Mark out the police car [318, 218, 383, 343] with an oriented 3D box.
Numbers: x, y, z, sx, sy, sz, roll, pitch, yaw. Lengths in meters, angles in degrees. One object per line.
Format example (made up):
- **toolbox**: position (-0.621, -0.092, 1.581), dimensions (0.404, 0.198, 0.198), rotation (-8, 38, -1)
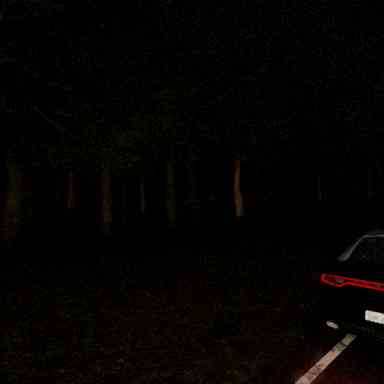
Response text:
- **police car**: position (4.084, 1.308, 5.997), dimensions (1.930, 1.638, 5.238), rotation (0, 1, 44)
